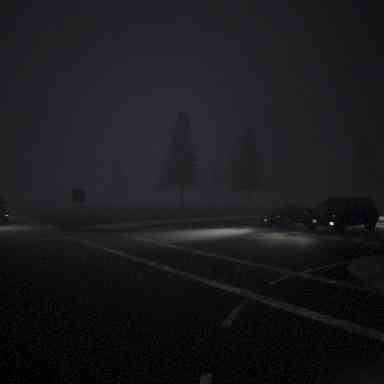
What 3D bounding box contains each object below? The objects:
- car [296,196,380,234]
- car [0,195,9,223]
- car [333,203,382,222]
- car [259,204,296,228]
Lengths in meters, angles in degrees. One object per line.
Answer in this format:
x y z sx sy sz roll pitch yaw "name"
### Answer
9.206 1.301 20.373 5.566 2.045 2.150 0 0 -34 "car"
-15.341 1.232 25.229 2.150 2.045 5.566 0 0 -35 "car"
14.020 1.678 28.097 4.181 1.385 1.994 0 0 -36 "car"
6.757 1.569 22.917 4.902 1.511 2.128 0 0 -35 "car"
